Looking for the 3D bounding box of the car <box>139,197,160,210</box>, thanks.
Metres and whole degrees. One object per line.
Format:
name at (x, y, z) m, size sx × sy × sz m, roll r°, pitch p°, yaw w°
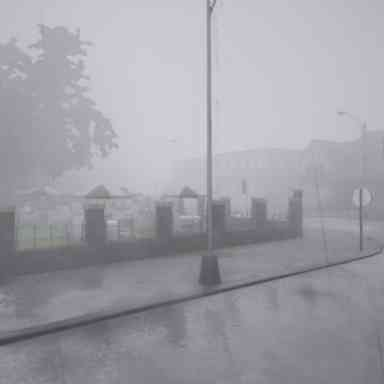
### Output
car at (-4.553, 1.389, 39.156) m, size 2.128 × 1.511 × 4.902 m, roll 0°, pitch 0°, yaw -35°
